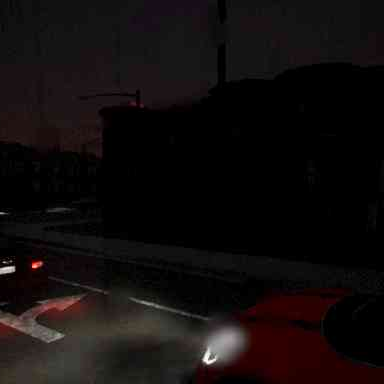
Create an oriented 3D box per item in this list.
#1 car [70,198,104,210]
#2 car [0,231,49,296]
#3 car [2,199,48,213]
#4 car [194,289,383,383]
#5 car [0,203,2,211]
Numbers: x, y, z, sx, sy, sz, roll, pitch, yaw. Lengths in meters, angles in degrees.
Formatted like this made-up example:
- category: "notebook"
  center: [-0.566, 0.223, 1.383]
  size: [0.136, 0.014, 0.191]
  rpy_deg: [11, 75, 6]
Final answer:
- category: "car"
  center: [-13.306, 1.601, 44.385]
  size: [1.895, 1.301, 4.718]
  rpy_deg: [0, 0, 36]
- category: "car"
  center: [-5.535, 1.547, 7.918]
  size: [5.357, 1.411, 2.033]
  rpy_deg: [0, 0, 38]
- category: "car"
  center: [-18.377, 1.564, 37.307]
  size: [1.994, 1.385, 4.181]
  rpy_deg: [0, 0, 36]
- category: "car"
  center: [2.214, 1.352, 2.418]
  size: [4.553, 1.767, 2.097]
  rpy_deg: [0, 0, 36]
- category: "car"
  center: [-20.890, 1.547, 39.817]
  size: [2.033, 1.411, 5.357]
  rpy_deg: [0, 0, 36]
